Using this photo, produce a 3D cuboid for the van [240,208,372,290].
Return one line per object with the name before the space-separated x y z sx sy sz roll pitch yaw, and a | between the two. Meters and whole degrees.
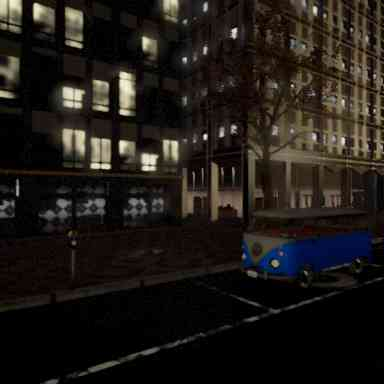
van | 3.078 1.329 8.755 3.998 1.788 1.690 0 0 -36
